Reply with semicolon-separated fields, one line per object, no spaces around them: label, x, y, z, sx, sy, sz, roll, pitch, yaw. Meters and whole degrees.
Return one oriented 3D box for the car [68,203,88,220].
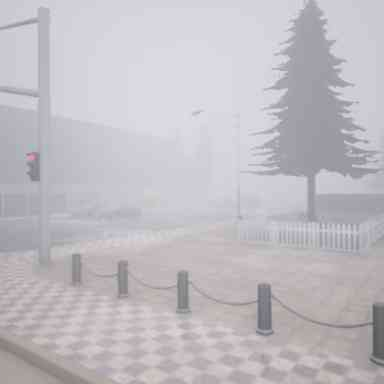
car;-9.253;1.721;31.005;1.812;1.442;4.674;-1;0;35

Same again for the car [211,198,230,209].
car;4.754;1.685;50.442;2.128;1.511;4.902;-1;0;36

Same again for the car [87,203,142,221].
car;-6.393;1.694;29.019;1.812;1.442;4.674;-1;0;36

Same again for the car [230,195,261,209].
car;8.317;1.392;49.381;2.150;2.045;5.566;-1;-1;36
